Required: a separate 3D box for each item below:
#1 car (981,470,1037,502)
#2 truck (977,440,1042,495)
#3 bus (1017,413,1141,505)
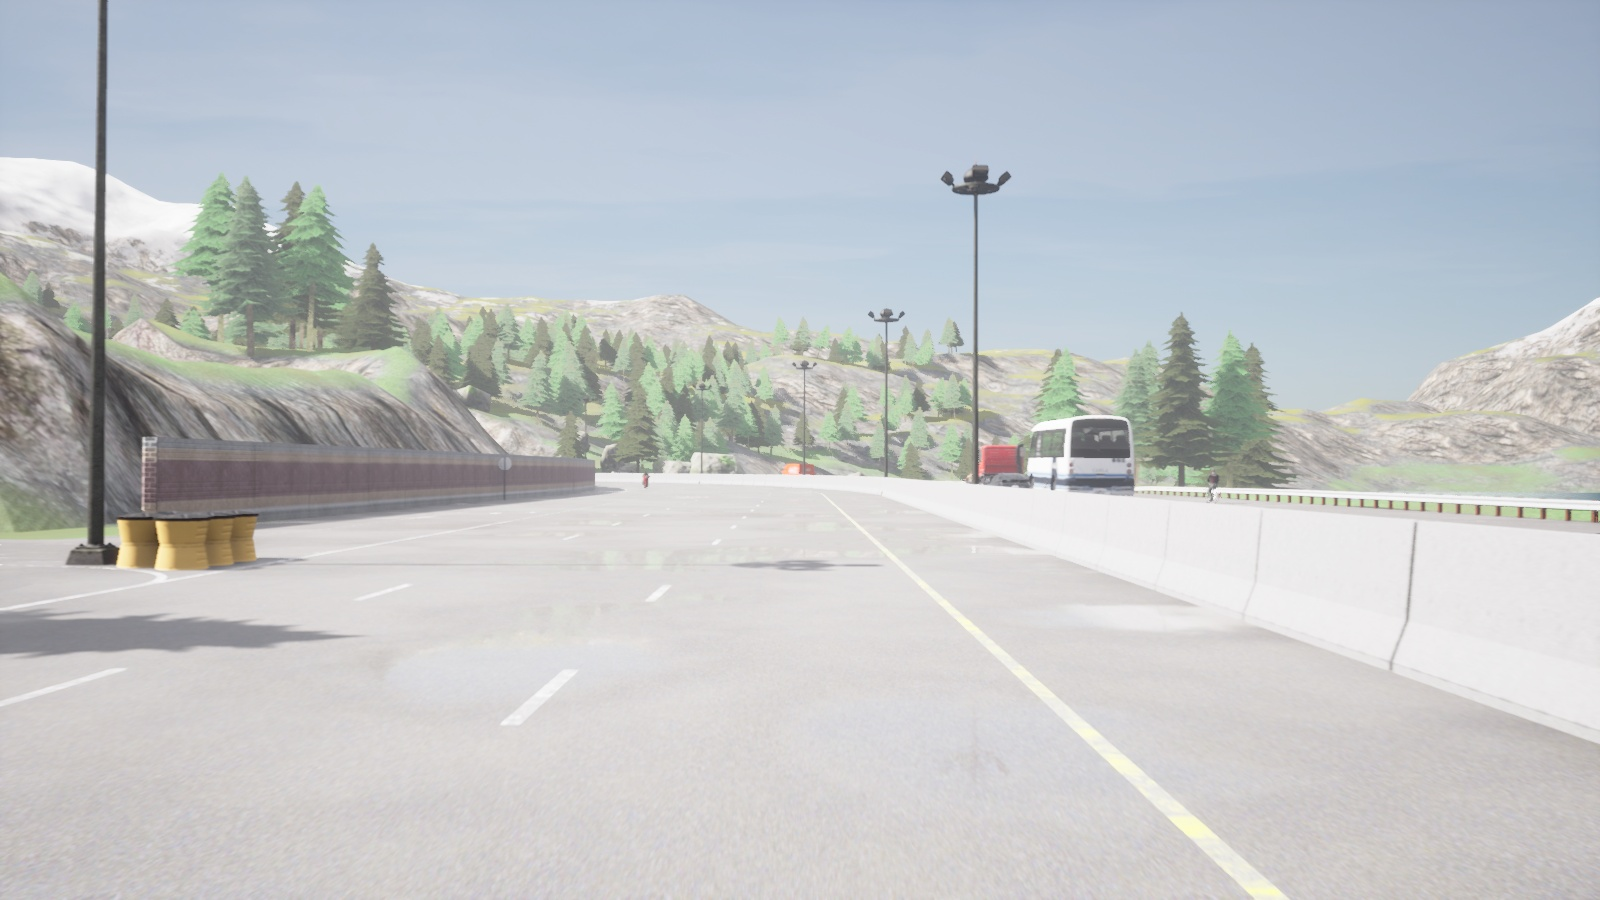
[{"bbox_3d":[10.353,1.768,62.556,2.007,1.525,4.514,0,-1,0],"label":"car"},{"bbox_3d":[13.772,1.170,83.176,2.891,3.462,7.936,0,-1,-1],"label":"truck"},{"bbox_3d":[13.846,0.445,63.447,3.944,4.253,10.273,0,0,0],"label":"bus"}]
